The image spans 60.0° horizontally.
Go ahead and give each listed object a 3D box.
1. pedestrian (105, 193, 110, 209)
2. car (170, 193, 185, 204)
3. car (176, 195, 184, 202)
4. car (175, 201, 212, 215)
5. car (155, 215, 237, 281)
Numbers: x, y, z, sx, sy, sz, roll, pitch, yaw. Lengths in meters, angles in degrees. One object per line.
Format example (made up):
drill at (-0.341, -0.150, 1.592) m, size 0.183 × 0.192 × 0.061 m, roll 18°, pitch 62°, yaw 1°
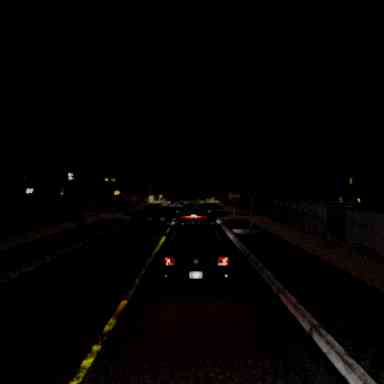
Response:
pedestrian at (-9.618, 0.985, 37.589) m, size 0.375 × 1.860 × 0.375 m, roll 0°, pitch -2°, yaw 0°
car at (-2.771, 1.206, 61.063) m, size 2.150 × 2.045 × 5.566 m, roll 0°, pitch 0°, yaw 1°
car at (-2.730, 1.520, 76.465) m, size 1.837 × 1.490 × 4.892 m, roll 0°, pitch 0°, yaw 0°
car at (0.087, 1.477, 19.555) m, size 1.837 × 1.490 × 4.892 m, roll 0°, pitch 0°, yaw 0°
car at (0.097, 1.583, 9.715) m, size 1.895 × 1.301 × 4.718 m, roll 0°, pitch 0°, yaw 0°
